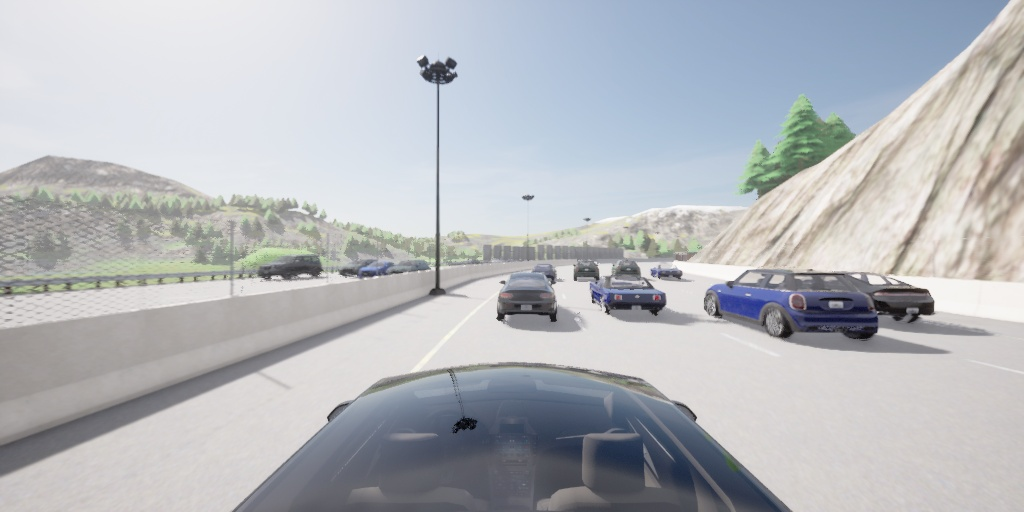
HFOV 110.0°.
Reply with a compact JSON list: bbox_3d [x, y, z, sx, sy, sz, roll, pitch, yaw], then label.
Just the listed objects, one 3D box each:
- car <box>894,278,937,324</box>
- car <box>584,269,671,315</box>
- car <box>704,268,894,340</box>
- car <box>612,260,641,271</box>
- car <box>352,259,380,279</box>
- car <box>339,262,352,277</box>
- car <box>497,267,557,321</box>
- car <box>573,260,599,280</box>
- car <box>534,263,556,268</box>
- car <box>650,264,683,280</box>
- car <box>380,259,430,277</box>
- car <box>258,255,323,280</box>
[{"bbox_3d":[11.061,1.268,12.178,2.128,1.511,4.902,0,0,4],"label":"car"},{"bbox_3d":[4.136,1.361,13.653,1.895,1.301,4.718,0,0,4],"label":"car"},{"bbox_3d":[7.440,1.120,10.228,2.097,1.767,4.553,0,0,3],"label":"car"},{"bbox_3d":[10.124,1.126,32.064,2.097,1.767,4.553,0,0,10],"label":"car"},{"bbox_3d":[-11.480,1.198,31.565,1.882,1.535,5.008,0,0,10],"label":"car"},{"bbox_3d":[-14.504,1.065,34.580,2.097,1.767,4.553,0,0,11],"label":"car"},{"bbox_3d":[0.541,1.277,12.339,1.812,1.442,4.674,0,0,3],"label":"car"},{"bbox_3d":[6.374,1.117,30.987,2.097,1.767,4.553,0,0,10],"label":"car"},{"bbox_3d":[2.794,1.320,30.852,1.994,1.385,4.181,0,0,10],"label":"car"},{"bbox_3d":[13.651,1.383,32.038,1.895,1.301,4.718,0,0,11],"label":"car"},{"bbox_3d":[-8.336,1.080,29.042,2.097,1.767,4.553,0,0,9],"label":"car"},{"bbox_3d":[-18.724,0.925,30.695,2.150,2.045,5.566,0,0,9],"label":"car"}]
